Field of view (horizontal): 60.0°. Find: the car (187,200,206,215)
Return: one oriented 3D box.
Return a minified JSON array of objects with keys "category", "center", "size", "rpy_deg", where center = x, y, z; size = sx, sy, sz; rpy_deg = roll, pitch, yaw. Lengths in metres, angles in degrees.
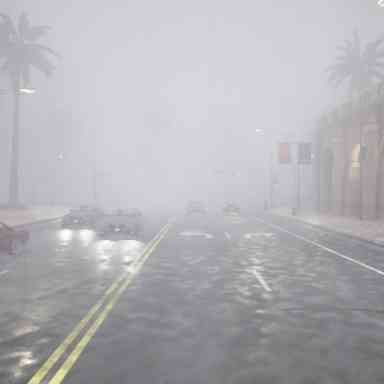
[{"category":"car","center":[0.418,1.547,33.505],"size":[2.033,1.411,5.357],"rpy_deg":[0,0,1]}]

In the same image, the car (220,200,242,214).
[{"category":"car","center":[3.970,1.525,34.847],"size":[1.812,1.442,4.674],"rpy_deg":[0,0,2]}]

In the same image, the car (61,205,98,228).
[{"category":"car","center":[-6.921,1.563,21.776],"size":[1.994,1.385,4.181],"rpy_deg":[0,0,1]}]

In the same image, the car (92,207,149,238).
[{"category":"car","center":[-3.460,1.563,17.466],"size":[1.994,1.385,4.181],"rpy_deg":[0,0,1]}]

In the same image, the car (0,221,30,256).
[{"category":"car","center":[-7.057,1.601,10.320],"size":[1.895,1.301,4.718],"rpy_deg":[0,0,0]}]
